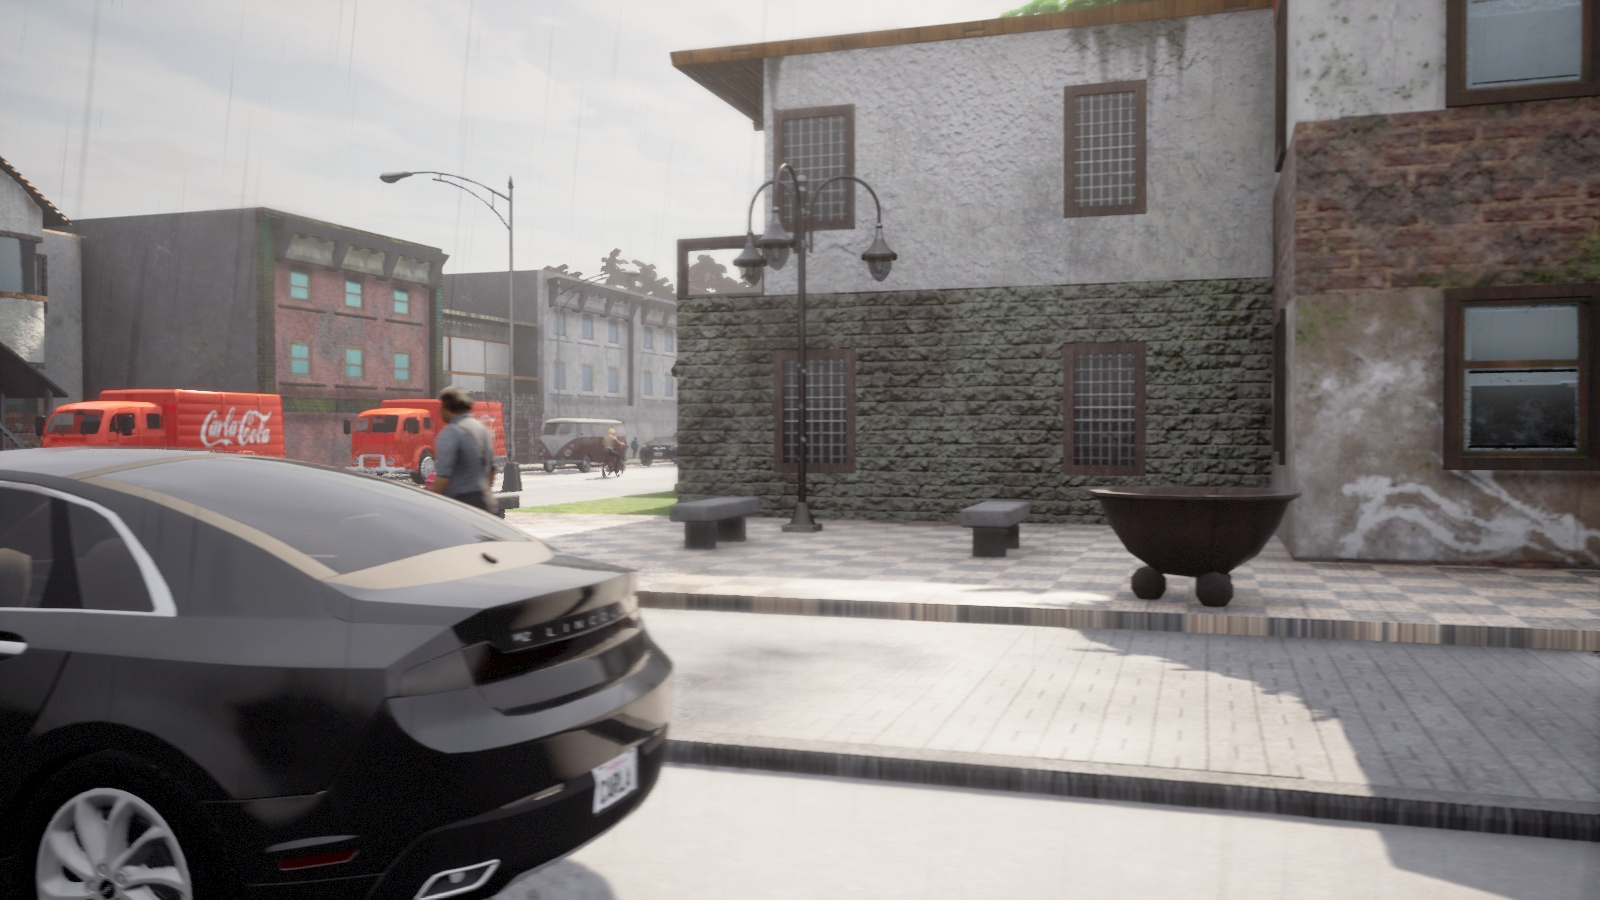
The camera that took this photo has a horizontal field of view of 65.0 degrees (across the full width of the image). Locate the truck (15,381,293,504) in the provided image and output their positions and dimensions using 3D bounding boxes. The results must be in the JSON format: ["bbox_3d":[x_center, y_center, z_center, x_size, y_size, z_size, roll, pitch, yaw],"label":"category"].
[{"bbox_3d":[-14.240,-0.206,28.132,2.627,2.467,5.204,1,1,17],"label":"truck"}]

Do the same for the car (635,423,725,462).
[{"bbox_3d":[-5.283,-0.351,55.856,2.152,1.651,5.027,1,1,18],"label":"car"}]

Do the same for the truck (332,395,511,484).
[{"bbox_3d":[-11.178,-0.351,37.569,2.627,2.467,5.204,1,1,18],"label":"truck"}]

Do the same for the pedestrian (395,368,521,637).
[{"bbox_3d":[-2.429,0.354,8.952,0.694,1.848,0.540,0,1,10],"label":"pedestrian"}]

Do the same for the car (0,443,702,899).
[{"bbox_3d":[-2.985,0.737,4.647,4.892,1.490,1.837,1,1,18],"label":"car"}]

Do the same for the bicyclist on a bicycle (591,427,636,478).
[{"bbox_3d":[-6.018,0.056,40.568,0.866,1.612,1.509,1,1,18],"label":"bicyclist on a bicycle"}]

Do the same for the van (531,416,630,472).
[{"bbox_3d":[-8.146,-0.244,46.987,1.775,1.987,4.442,1,1,18],"label":"van"}]
